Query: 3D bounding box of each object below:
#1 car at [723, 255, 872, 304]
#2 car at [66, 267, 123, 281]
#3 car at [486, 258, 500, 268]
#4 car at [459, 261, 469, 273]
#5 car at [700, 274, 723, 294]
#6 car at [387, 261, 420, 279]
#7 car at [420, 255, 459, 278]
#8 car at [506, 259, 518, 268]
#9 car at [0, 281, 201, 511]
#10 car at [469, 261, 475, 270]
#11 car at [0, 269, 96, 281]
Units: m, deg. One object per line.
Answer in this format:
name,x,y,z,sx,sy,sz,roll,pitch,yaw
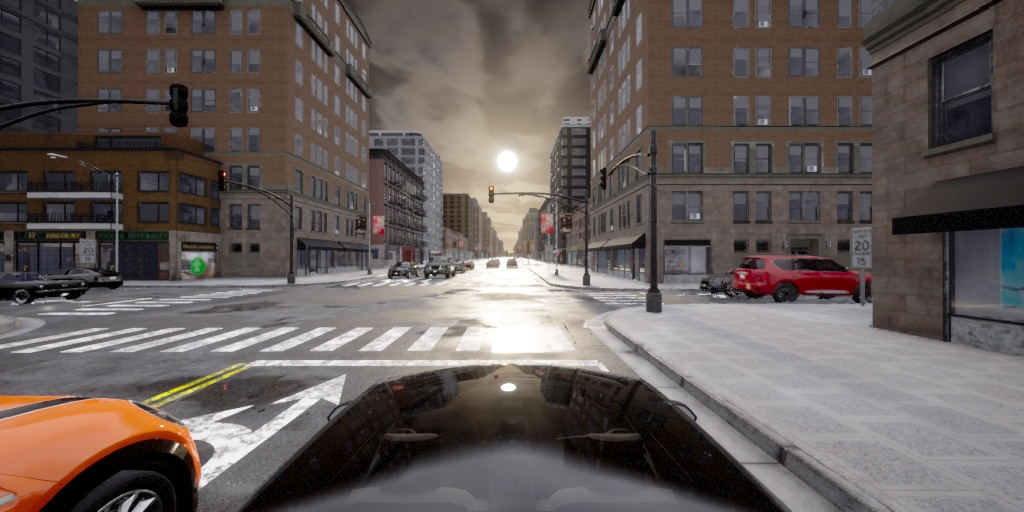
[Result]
car,12.763,0.999,15.700,5.566,2.045,2.150,0,0,0
car,-25.408,1.330,20.966,4.313,1.339,1.948,0,0,0
car,-3.359,1.304,61.955,1.994,1.385,4.181,0,0,0
car,-6.674,1.310,43.028,1.994,1.385,4.181,0,0,0
car,12.427,1.294,18.644,4.892,1.490,1.837,0,0,1
car,-9.900,1.253,33.054,1.837,1.490,4.892,0,0,0
car,-6.646,0.970,33.608,2.150,2.045,5.566,0,0,0
car,-0.008,1.246,62.554,1.837,1.490,4.892,0,0,0
car,-3.237,1.102,0.608,2.097,1.767,4.553,0,0,0
car,-6.684,1.344,53.157,1.895,1.301,4.718,0,0,0
car,-21.514,1.345,15.473,4.718,1.301,1.895,0,0,0
